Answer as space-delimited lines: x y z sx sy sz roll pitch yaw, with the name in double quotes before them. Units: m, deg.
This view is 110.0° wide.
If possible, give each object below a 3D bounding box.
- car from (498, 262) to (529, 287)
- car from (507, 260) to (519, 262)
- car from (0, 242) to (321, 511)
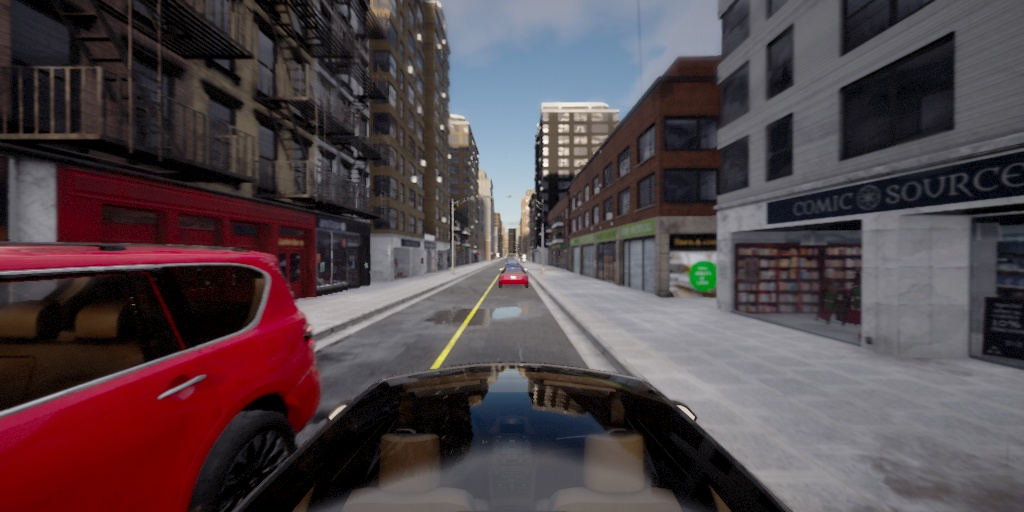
"car" 0.096 1.312 24.316 1.994 1.385 4.181 0 0 0
"car" 0.093 1.221 43.470 1.882 1.535 5.008 0 0 0
"car" -2.842 0.964 0.958 2.150 2.045 5.566 0 1 1
